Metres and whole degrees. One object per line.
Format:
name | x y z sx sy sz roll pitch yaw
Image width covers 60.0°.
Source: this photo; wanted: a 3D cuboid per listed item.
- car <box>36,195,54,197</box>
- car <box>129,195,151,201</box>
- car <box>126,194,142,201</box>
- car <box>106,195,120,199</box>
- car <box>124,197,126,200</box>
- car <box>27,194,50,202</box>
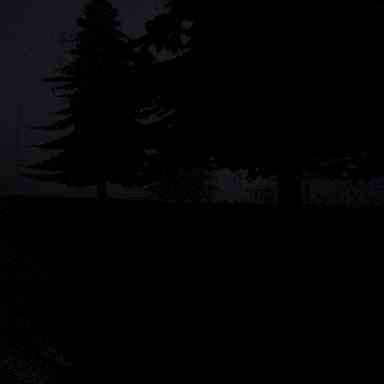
car | -30.778 1.649 71.258 4.514 1.523 2.007 0 0 -37
car | -8.839 1.698 60.216 3.806 1.475 1.970 0 0 -37
car | -12.137 1.499 77.239 4.605 1.855 1.932 0 0 -37
car | -21.874 1.611 89.561 5.027 1.636 2.152 0 0 -37
car | -14.208 1.488 79.318 3.866 1.878 1.905 0 0 -37
car | -37.672 1.497 81.658 4.605 1.855 1.932 0 0 -37
